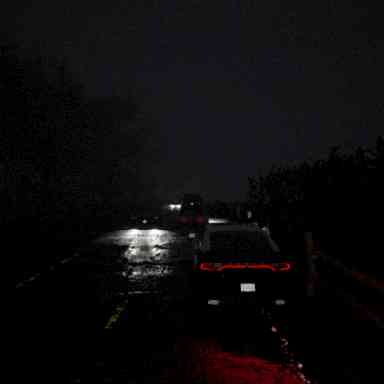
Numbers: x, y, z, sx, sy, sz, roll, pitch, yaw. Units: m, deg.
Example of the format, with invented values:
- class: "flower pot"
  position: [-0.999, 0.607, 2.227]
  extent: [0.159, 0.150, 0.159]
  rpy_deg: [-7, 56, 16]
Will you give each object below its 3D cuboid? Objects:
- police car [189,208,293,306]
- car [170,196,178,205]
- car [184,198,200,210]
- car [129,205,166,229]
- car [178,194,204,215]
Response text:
- class: "police car"
  position: [0.949, 1.421, 8.251]
  extent: [1.930, 1.638, 5.238]
  rpy_deg: [0, 0, 0]
- class: "car"
  position: [-2.841, 1.475, 58.942]
  extent: [2.128, 1.511, 4.902]
  rpy_deg: [0, 0, 0]
- class: "car"
  position: [-0.013, 1.550, 44.621]
  extent: [1.994, 1.385, 4.181]
  rpy_deg: [0, 0, 0]
- class: "car"
  position: [-2.784, 1.556, 21.600]
  extent: [1.994, 1.385, 4.181]
  rpy_deg: [0, 0, 0]
- class: "car"
  position: [0.011, 1.210, 33.865]
  extent: [2.150, 2.045, 5.566]
  rpy_deg: [0, 0, 0]
